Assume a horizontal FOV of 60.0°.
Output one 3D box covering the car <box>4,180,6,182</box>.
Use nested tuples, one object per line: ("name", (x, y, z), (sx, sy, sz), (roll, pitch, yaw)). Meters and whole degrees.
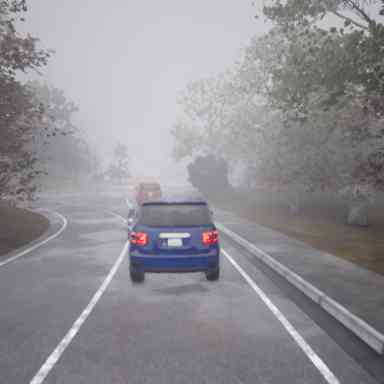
("car", (-39.887, -2.722, 67.388), (1.812, 1.442, 4.674), (3, 5, 28))

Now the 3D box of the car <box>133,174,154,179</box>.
("car", (-11.118, -3.425, 75.881), (5.008, 1.535, 1.882), (2, 5, 28))

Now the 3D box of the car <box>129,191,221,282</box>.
("car", (-0.495, 1.126, 9.774), (2.150, 2.045, 5.566), (0, 1, -3))

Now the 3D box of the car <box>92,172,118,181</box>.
("car", (-19.673, -3.558, 75.075), (5.566, 2.045, 2.150), (0, 5, 0))

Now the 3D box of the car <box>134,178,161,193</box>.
("car", (-4.051, 0.074, 30.981), (2.150, 2.045, 5.566), (-1, 5, -12))
